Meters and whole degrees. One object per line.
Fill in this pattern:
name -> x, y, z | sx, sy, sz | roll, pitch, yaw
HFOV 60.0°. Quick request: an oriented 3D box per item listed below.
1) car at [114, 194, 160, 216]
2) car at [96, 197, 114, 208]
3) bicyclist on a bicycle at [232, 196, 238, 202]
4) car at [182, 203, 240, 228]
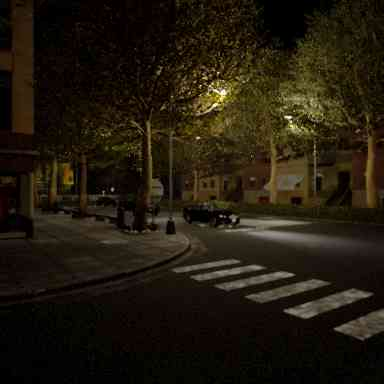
car -> -5.176, 1.219, 31.885 | 2.150, 2.045, 5.566 | 0, 0, -34
car -> -12.659, 1.506, 48.990 | 1.837, 1.490, 4.892 | 0, 0, -34
bicyclist on a bicycle -> 4.797, 1.301, 37.649 | 1.656, 1.620, 0.582 | 0, 0, -35
car -> 1.219, 1.492, 22.636 | 2.128, 1.511, 4.902 | 0, 0, -34
